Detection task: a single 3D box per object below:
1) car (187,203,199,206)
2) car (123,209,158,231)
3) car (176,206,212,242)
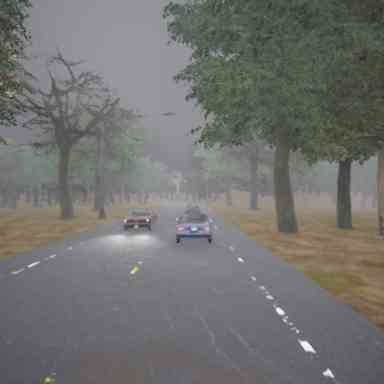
[{"bbox_3d":[0.079,2.099,42.441,2.033,1.411,5.357,0,-1,0],"label":"car"},{"bbox_3d":[-3.533,1.884,23.323,1.895,1.301,4.718,-1,0,0],"label":"car"},{"bbox_3d":[0.096,1.756,17.831,2.033,1.411,5.357,0,0,0],"label":"car"}]
